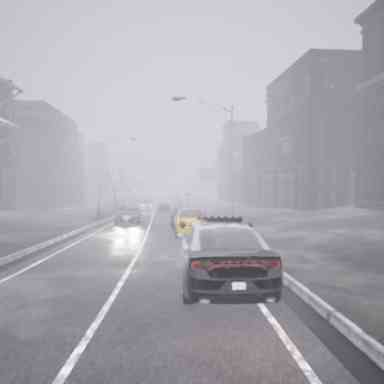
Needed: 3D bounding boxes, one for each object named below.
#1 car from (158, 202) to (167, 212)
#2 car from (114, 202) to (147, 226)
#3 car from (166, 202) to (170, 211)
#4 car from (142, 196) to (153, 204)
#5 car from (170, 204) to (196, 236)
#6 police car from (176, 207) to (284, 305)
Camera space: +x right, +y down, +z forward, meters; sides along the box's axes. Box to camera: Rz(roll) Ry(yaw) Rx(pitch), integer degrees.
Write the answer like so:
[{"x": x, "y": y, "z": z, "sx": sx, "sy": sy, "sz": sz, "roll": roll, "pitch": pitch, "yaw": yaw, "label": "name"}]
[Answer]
[{"x": -3.820, "y": 2.058, "z": 47.043, "sx": 1.895, "sy": 1.301, "sz": 4.718, "roll": 0, "pitch": 0, "yaw": -5, "label": "car"}, {"x": -4.814, "y": 1.726, "z": 25.639, "sx": 2.128, "sy": 1.511, "sz": 4.902, "roll": 0, "pitch": -1, "yaw": -6, "label": "car"}, {"x": -0.651, "y": 1.654, "z": 24.211, "sx": 1.882, "sy": 1.535, "sz": 5.008, "roll": 0, "pitch": -1, "yaw": -6, "label": "car"}, {"x": -8.778, "y": 1.549, "z": 65.979, "sx": 1.837, "sy": 1.490, "sz": 4.892, "roll": 0, "pitch": 2, "yaw": -5, "label": "car"}, {"x": -0.081, "y": 1.515, "z": 18.393, "sx": 1.801, "sy": 1.575, "sz": 5.366, "roll": 0, "pitch": -1, "yaw": -5, "label": "car"}, {"x": 0.673, "y": 1.394, "z": 8.217, "sx": 1.930, "sy": 1.638, "sz": 5.238, "roll": 0, "pitch": 0, "yaw": -3, "label": "police car"}]
